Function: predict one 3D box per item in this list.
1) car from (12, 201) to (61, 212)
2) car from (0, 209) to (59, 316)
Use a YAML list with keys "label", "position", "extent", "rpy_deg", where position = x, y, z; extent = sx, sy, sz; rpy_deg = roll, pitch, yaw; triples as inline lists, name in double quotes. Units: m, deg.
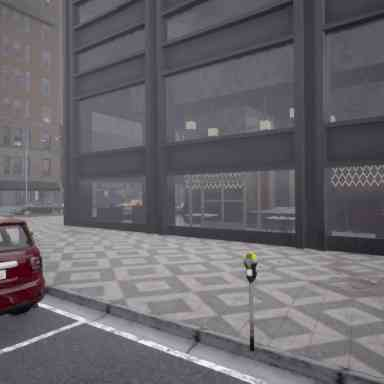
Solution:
- label: "car"
  position: [-16.031, 1.703, 34.392]
  extent: [1.837, 1.490, 4.892]
  rpy_deg: [-1, -1, 36]
- label: "car"
  position: [-4.811, 1.317, 6.282]
  extent: [5.009, 1.841, 2.192]
  rpy_deg: [0, -1, 35]
